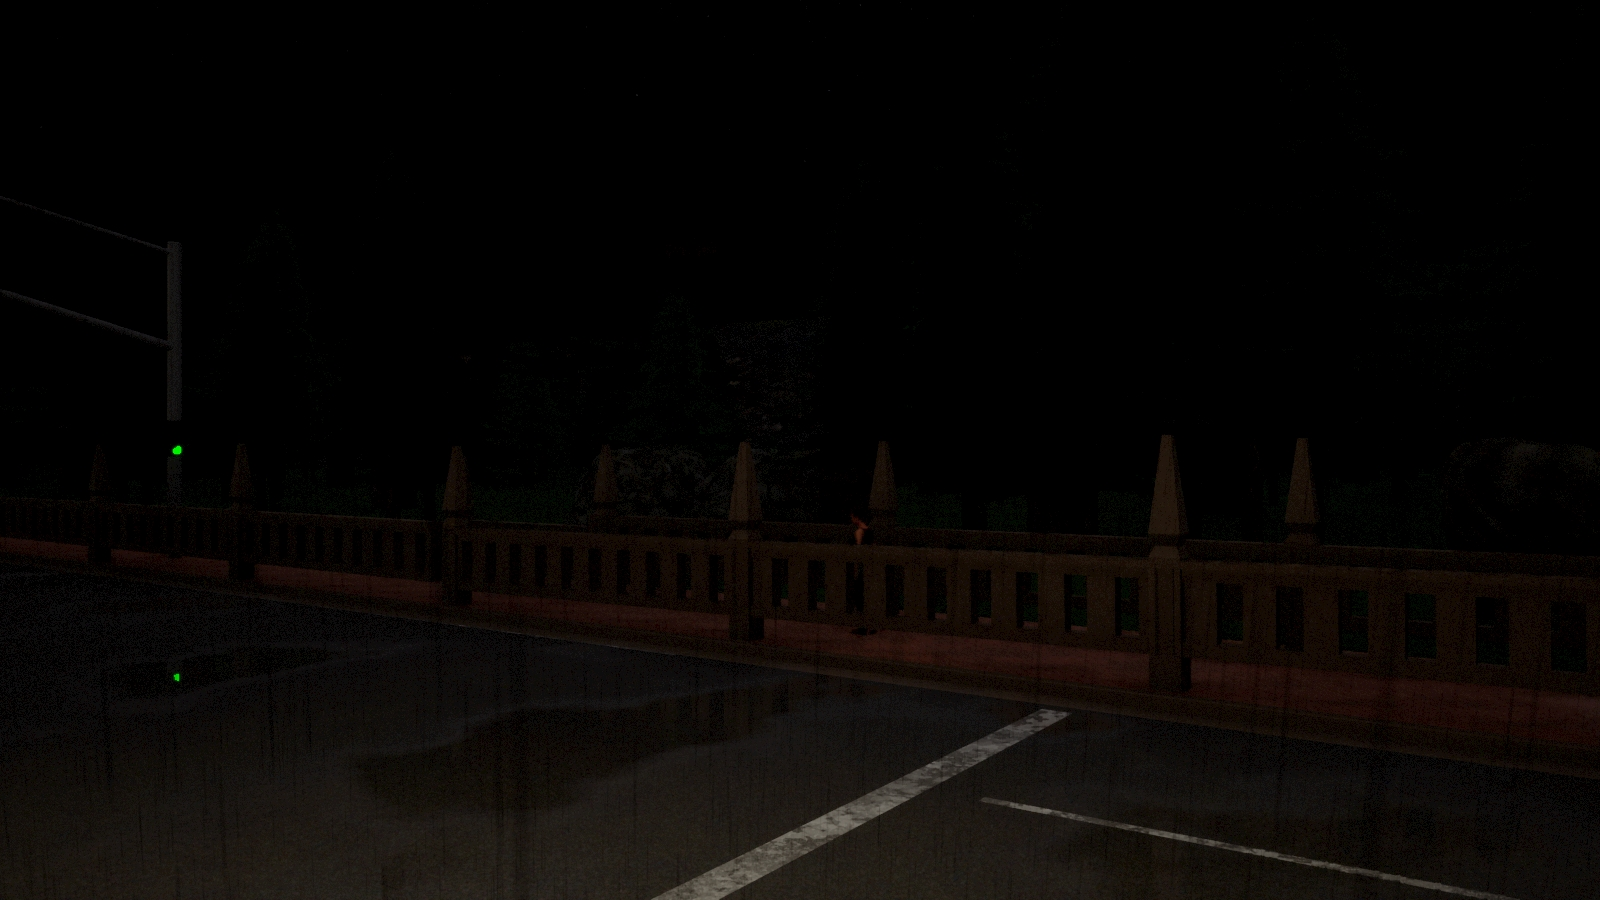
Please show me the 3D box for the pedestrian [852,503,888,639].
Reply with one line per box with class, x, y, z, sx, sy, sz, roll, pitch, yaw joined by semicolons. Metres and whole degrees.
pedestrian;0.986;1.694;16.101;0.375;1.860;0.375;0;0;35
